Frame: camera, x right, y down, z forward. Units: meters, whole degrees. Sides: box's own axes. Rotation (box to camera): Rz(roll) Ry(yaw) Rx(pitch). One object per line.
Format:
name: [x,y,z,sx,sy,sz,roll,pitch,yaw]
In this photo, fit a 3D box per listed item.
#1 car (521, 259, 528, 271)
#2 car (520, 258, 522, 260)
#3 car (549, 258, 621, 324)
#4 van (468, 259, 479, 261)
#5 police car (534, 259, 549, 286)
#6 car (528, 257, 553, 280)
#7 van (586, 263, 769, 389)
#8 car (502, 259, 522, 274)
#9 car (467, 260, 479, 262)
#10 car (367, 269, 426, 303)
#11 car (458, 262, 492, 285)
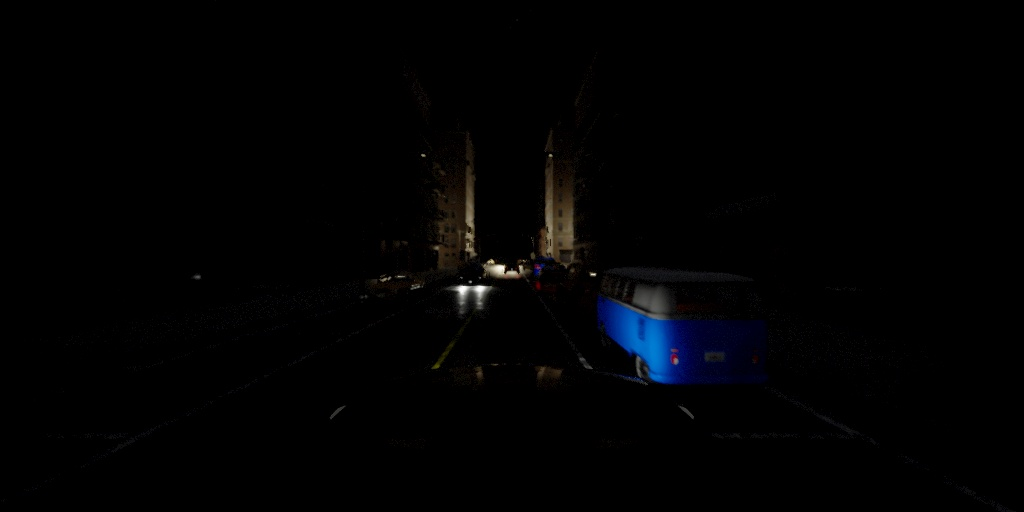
car: [2.627,1.501,55.430,1.751,1.417,4.829,0,0,0]
car: [2.620,1.550,60.666,2.007,1.370,4.403,0,0,0]
car: [2.681,1.108,12.011,2.192,1.841,5.009,0,0,0]
van: [-5.407,1.294,49.850,1.690,1.789,3.998,0,0,0]
police car: [3.001,1.280,26.743,1.930,1.638,5.238,0,0,0]
car: [2.971,1.113,33.664,2.150,2.045,5.566,0,0,0]
van: [2.688,1.112,6.604,1.690,1.789,3.998,0,0,0]
car: [0.012,1.468,45.720,1.812,1.442,4.674,0,0,1]
car: [-5.406,1.512,44.444,1.802,1.307,4.207,0,0,0]
car: [-5.405,1.341,17.244,1.751,1.417,4.829,0,0,0]
car: [-2.857,1.405,27.305,2.033,1.411,5.357,0,0,0]
